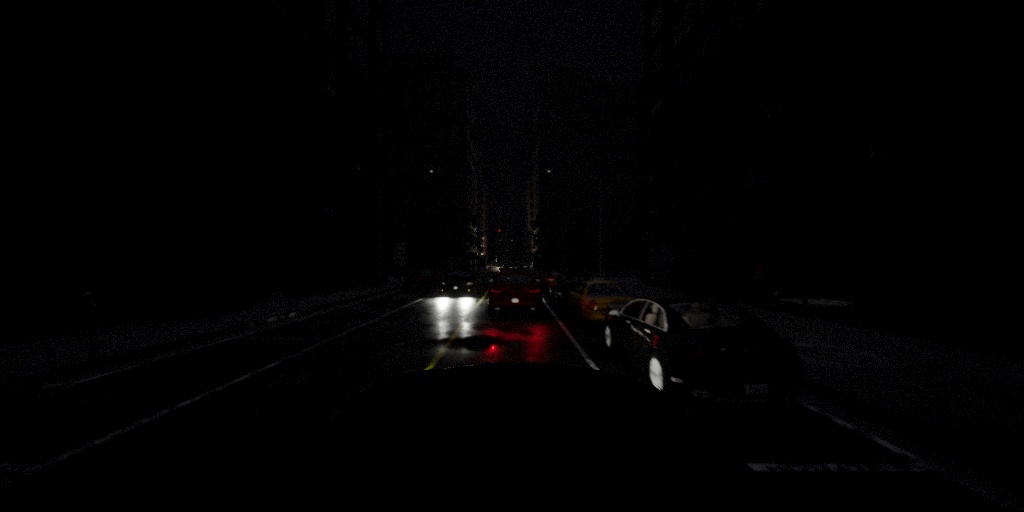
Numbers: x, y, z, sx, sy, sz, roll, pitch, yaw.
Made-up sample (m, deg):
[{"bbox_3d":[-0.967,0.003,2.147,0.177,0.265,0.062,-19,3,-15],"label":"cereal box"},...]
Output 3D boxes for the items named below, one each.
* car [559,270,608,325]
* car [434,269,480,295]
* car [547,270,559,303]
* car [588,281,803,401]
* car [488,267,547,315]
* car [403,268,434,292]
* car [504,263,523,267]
[{"bbox_3d":[2.877,1.370,12.141,1.751,1.417,4.829,0,0,0],"label":"car"},{"bbox_3d":[-2.994,1.521,21.020,1.994,1.385,4.181,0,-1,0],"label":"car"},{"bbox_3d":[2.880,1.462,17.557,1.948,1.339,4.313,0,0,0],"label":"car"},{"bbox_3d":[2.874,1.344,6.386,2.007,1.370,4.403,0,0,0],"label":"car"},{"bbox_3d":[0.103,1.343,14.115,1.882,1.535,5.008,0,-1,0],"label":"car"},{"bbox_3d":[-5.663,1.492,23.144,1.888,1.381,4.507,0,0,0],"label":"car"},{"bbox_3d":[0.107,1.346,28.068,2.097,1.767,4.553,0,0,0],"label":"car"}]
